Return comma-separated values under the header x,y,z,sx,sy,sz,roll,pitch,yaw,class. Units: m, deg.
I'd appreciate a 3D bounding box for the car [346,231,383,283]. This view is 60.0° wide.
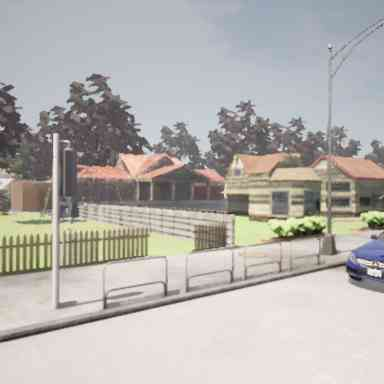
x,y,z,sx,sy,sz,roll,pitch,yaw,class
6.045,1.586,8.899,4.674,1.442,1.812,0,0,-35,car
